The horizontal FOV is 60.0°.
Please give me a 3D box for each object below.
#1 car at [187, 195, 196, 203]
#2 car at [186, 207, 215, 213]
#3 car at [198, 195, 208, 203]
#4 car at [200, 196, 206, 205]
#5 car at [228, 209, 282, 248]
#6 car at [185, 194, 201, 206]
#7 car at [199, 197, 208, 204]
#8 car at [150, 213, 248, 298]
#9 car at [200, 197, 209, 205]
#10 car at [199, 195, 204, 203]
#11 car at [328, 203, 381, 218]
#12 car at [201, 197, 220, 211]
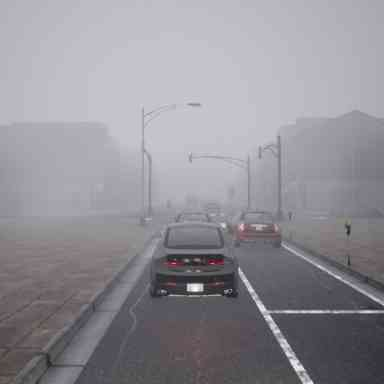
[{"bbox_3d":[-0.170,1.676,82.654,2.150,2.045,5.566,0,-1,0],"label":"car"},{"bbox_3d":[0.060,1.619,16.032,1.895,1.301,4.718,0,0,0],"label":"car"},{"bbox_3d":[2.494,1.735,79.763,2.192,1.841,5.009,1,-1,0],"label":"car"},{"bbox_3d":[2.557,1.705,47.135,1.947,1.339,4.313,1,0,0],"label":"car"},{"bbox_3d":[2.630,1.457,14.952,1.967,1.590,4.097,2,0,0],"label":"car"},{"bbox_3d":[-0.017,1.450,59.410,2.150,2.045,5.566,0,0,0],"label":"car"},{"bbox_3d":[2.501,1.892,74.492,1.752,1.417,4.829,1,-1,0],"label":"car"},{"bbox_3d":[0.022,1.512,8.536,1.837,1.490,4.892,0,0,-1],"label":"car"},{"bbox_3d":[2.512,1.840,69.054,1.752,1.417,4.829,1,-1,0],"label":"car"},{"bbox_3d":[2.547,1.703,52.742,1.752,1.417,4.829,1,0,0],"label":"car"},{"bbox_3d":[14.502,1.631,29.804,4.181,1.385,1.994,0,-2,0],"label":"car"},{"bbox_3d":[2.569,1.673,41.698,1.947,1.339,4.313,1,0,0],"label":"car"}]
